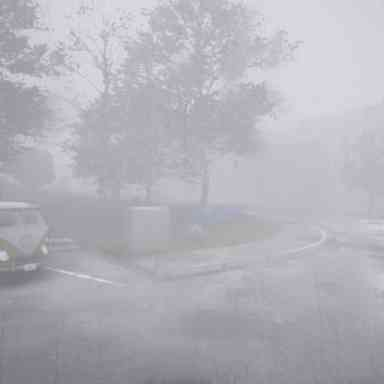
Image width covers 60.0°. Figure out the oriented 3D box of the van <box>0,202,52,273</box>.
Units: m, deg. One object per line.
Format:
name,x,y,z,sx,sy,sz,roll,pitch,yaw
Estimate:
van,-5.748,1.263,9.342,4.442,1.987,1.878,-1,-1,34
